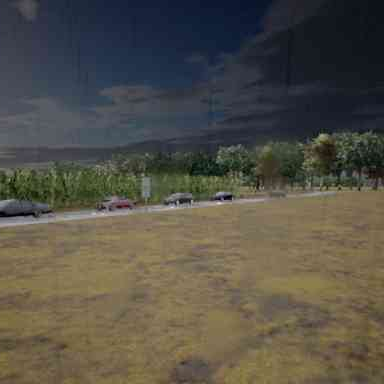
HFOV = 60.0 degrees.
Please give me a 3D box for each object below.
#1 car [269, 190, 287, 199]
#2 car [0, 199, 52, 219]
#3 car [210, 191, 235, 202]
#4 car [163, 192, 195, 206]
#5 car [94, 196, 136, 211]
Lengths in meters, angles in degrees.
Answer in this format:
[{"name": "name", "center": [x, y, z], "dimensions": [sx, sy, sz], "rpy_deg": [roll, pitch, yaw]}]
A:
[{"name": "car", "center": [15.512, 0.344, 59.857], "dimensions": [1.882, 1.535, 5.008], "rpy_deg": [0, 1, 35]}, {"name": "car", "center": [-13.053, 1.255, 24.380], "dimensions": [2.033, 1.411, 5.357], "rpy_deg": [0, 1, 34]}, {"name": "car", "center": [4.528, 0.618, 49.314], "dimensions": [1.882, 1.535, 5.008], "rpy_deg": [0, 1, 36]}, {"name": "car", "center": [-1.545, 0.839, 40.761], "dimensions": [1.837, 1.490, 4.892], "rpy_deg": [0, 1, 35]}, {"name": "car", "center": [-7.420, 1.087, 32.457], "dimensions": [1.994, 1.385, 4.181], "rpy_deg": [0, 1, 34]}]
